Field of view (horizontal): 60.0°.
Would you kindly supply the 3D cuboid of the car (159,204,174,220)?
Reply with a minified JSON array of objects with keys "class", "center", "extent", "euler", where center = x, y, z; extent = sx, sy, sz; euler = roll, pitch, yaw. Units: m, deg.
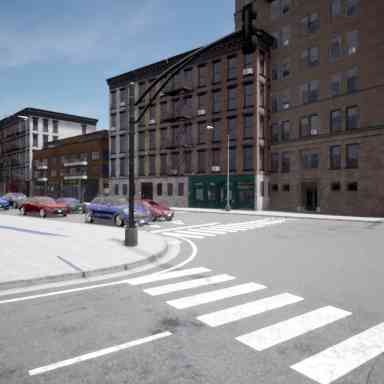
[{"class":"car","center":[-3.375,1.267,23.842],"extent":[4.674,1.442,1.812],"euler":[1,0,38]}]

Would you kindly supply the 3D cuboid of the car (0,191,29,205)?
[{"class":"car","center":[-24.383,0.823,45.436],"extent":[4.553,1.767,2.097],"euler":[1,0,39]}]

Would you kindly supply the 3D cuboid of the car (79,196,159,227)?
[{"class":"car","center":[-4.586,1.089,20.593],"extent":[4.553,1.767,2.097],"euler":[1,0,39]}]

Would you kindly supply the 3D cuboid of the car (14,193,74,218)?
[{"class":"car","center":[-11.741,1.118,26.232],"extent":[5.008,1.535,1.882],"euler":[1,0,39]}]

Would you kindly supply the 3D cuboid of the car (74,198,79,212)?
[{"class":"car","center":[-11.155,1.201,29.923],"extent":[4.181,1.385,1.994],"euler":[1,0,39]}]

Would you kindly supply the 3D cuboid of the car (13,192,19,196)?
[{"class":"car","center":[-19.160,1.030,36.467],"extent":[4.902,1.511,2.128],"euler":[1,0,40]}]

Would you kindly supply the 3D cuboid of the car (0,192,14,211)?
[{"class":"car","center":[-19.794,1.018,32.764],"extent":[5.008,1.535,1.882],"euler":[1,0,40]}]
